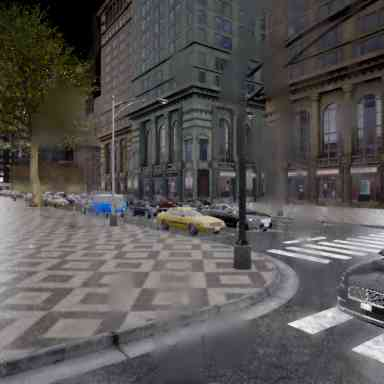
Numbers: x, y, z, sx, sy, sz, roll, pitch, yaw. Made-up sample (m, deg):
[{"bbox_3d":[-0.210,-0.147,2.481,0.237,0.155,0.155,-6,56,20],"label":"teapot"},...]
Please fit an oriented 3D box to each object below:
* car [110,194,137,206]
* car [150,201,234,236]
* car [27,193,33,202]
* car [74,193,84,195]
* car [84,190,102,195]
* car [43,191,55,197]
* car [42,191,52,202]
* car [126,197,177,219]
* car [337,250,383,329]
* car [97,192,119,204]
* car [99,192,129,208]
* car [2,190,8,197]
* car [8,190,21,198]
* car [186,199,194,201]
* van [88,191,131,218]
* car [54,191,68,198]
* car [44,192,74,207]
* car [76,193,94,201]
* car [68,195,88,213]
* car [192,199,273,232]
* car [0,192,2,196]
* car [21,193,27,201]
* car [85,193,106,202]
[{"bbox_3d":[-9.524,1.073,45.814,2.008,1.369,4.403,1,0,-35],"label":"car"},{"bbox_3d":[-0.173,1.398,17.802,1.752,1.417,4.829,1,0,-35],"label":"car"},{"bbox_3d":[-22.965,0.910,50.063,2.008,1.369,4.403,1,0,-35],"label":"car"},{"bbox_3d":[-15.051,1.029,43.546,1.812,1.442,4.674,0,1,-34],"label":"car"},{"bbox_3d":[-9.169,0.870,35.147,2.150,2.045,5.566,0,1,-35],"label":"car"},{"bbox_3d":[-35.455,0.471,82.510,1.802,1.307,4.206,1,0,-35],"label":"car"},{"bbox_3d":[-19.723,0.992,45.476,2.008,1.369,4.403,1,0,-35],"label":"car"},{"bbox_3d":[-3.353,1.338,26.905,1.994,1.385,4.181,0,1,-35],"label":"car"},{"bbox_3d":[4.901,1.504,6.054,4.892,1.490,1.837,0,-2,-23],"label":"car"},{"bbox_3d":[-12.763,0.880,50.401,1.967,1.590,4.097,1,0,-35],"label":"car"},{"bbox_3d":[-9.835,0.921,41.621,2.097,1.767,4.553,0,1,-35],"label":"car"},{"bbox_3d":[-42.413,0.329,77.588,1.967,1.590,4.097,1,0,-35],"label":"car"},{"bbox_3d":[-35.929,0.483,68.413,1.967,1.590,4.097,1,0,-35],"label":"car"},{"bbox_3d":[0.201,1.315,32.048,1.947,1.339,4.313,1,0,-35],"label":"car"},{"bbox_3d":[-6.754,1.091,27.120,1.690,1.788,3.998,1,0,-35],"label":"van"},{"bbox_3d":[-28.972,0.587,73.336,1.887,1.381,4.507,1,0,-35],"label":"car"},{"bbox_3d":[-16.384,1.051,40.749,1.752,1.417,4.829,1,0,-35],"label":"car"},{"bbox_3d":[-19.248,0.860,59.575,1.802,1.307,4.206,1,0,-35],"label":"car"},{"bbox_3d":[-9.998,1.230,31.709,2.008,1.369,4.403,1,0,-35],"label":"car"},{"bbox_3d":[2.369,1.370,18.796,2.128,1.511,4.902,0,1,-35],"label":"car"},{"bbox_3d":[-45.655,0.254,82.176,1.967,1.590,4.097,1,0,-35],"label":"car"},{"bbox_3d":[-26.207,0.830,54.651,2.008,1.369,4.403,1,0,-35],"label":"car"},{"bbox_3d":[-16.006,0.910,54.988,2.008,1.369,4.403,1,0,-35],"label":"car"}]
